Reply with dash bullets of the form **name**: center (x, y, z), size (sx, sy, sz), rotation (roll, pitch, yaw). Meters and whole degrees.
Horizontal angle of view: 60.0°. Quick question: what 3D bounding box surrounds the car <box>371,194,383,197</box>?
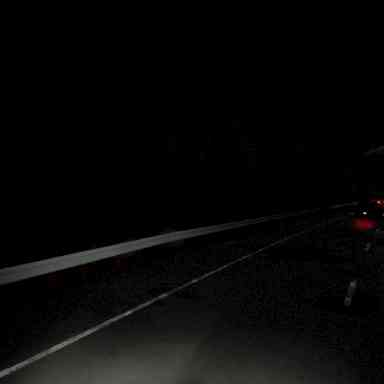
- **car**: center (21.771, 1.221, 38.265), size (2.150, 2.045, 5.566), rotation (0, 0, 35)

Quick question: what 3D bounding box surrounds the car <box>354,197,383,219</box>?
- **car**: center (15.770, 1.505, 29.678), size (1.837, 1.490, 4.892), rotation (0, 0, 35)
